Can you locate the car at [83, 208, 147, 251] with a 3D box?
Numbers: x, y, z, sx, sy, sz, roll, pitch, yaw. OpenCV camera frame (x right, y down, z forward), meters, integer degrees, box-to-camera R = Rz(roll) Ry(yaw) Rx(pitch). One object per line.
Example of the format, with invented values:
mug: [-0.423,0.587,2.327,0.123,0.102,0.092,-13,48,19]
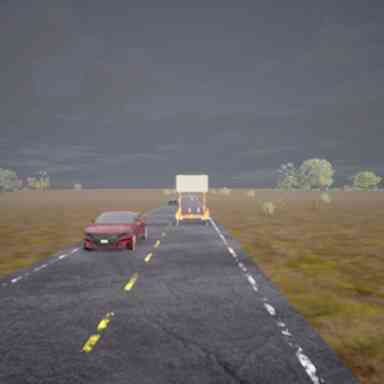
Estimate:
car: [-3.096,1.470,14.241,1.882,1.535,5.008,0,0,0]

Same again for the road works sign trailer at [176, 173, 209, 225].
road works sign trailer: [0.009,0.452,24.194,2.380,3.560,2.880,0,0,0]

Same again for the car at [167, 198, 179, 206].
car: [-3.034,1.573,55.299,1.895,1.301,4.718,0,0,1]
